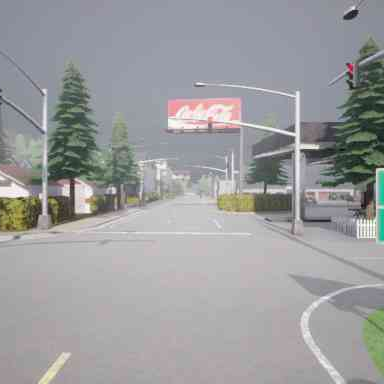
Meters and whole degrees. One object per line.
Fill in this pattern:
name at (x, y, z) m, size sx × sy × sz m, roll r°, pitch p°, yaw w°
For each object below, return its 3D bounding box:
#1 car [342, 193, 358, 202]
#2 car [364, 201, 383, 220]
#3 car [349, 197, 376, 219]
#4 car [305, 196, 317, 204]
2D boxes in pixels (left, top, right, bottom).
car at (34.946, 1.489, 71.820) m, size 2.007 × 1.523 × 4.514 m, roll 0°, pitch 0°, yaw 0°
car at (18.712, 1.672, 30.641) m, size 4.611 × 1.667 × 2.242 m, roll 0°, pitch 0°, yaw 0°
car at (14.383, 1.504, 24.973) m, size 3.866 × 1.878 × 1.905 m, roll 0°, pitch 0°, yaw 0°
car at (22.538, 1.552, 64.035) m, size 1.970 × 1.475 × 3.806 m, roll 0°, pitch 0°, yaw 0°
